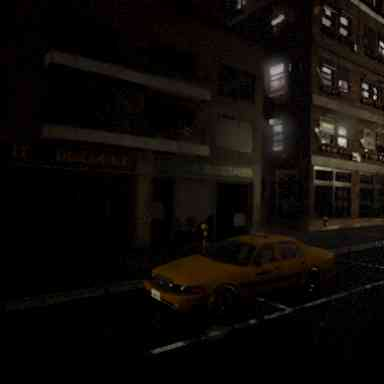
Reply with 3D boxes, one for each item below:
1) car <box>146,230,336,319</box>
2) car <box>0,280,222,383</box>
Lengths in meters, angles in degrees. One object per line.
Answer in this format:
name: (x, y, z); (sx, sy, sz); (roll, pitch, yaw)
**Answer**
car: (1.308, 1.576, 7.471); (4.829, 1.417, 1.752); (1, 1, -35)
car: (-2.590, 1.535, 1.531); (5.357, 1.411, 2.033); (1, 0, -35)
